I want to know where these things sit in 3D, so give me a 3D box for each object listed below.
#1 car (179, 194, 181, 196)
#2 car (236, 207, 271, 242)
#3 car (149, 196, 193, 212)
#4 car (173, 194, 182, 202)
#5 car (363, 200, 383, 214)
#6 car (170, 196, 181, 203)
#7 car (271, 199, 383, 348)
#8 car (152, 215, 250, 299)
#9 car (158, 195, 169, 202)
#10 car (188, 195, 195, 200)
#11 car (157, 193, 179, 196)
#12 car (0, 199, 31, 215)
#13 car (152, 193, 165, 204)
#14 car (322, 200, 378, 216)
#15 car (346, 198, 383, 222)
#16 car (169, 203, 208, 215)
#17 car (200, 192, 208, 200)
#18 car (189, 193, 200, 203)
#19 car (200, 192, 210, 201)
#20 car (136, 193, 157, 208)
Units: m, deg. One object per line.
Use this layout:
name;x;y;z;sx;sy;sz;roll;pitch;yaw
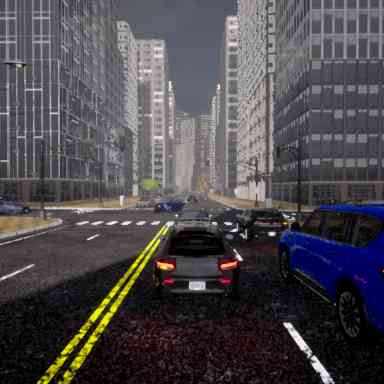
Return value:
car;-3.390;1.500;57.374;2.033;1.411;5.357;0;0;0
car;3.335;1.495;16.294;1.837;1.490;4.892;0;0;0
car;-2.274;1.468;37.046;1.994;1.385;4.181;2;1;38
car;-3.326;1.281;77.398;2.097;1.767;4.553;0;0;0
car;21.774;1.641;36.708;4.829;1.417;1.752;1;0;1
car;-3.334;1.504;67.341;1.994;1.385;4.181;0;0;1
car;3.347;1.218;6.434;2.150;2.045;5.566;0;0;0
car;0.091;1.521;8.290;1.812;1.442;4.674;0;0;0
car;-6.575;1.467;76.500;2.033;1.411;5.357;0;0;0
car;-0.087;1.430;90.027;1.812;1.442;4.674;0;0;0
car;-3.391;1.316;47.902;2.097;1.767;4.553;0;0;0
car;-18.339;1.400;31.541;5.357;1.411;2.033;1;1;1
car;-6.595;1.163;66.020;2.150;2.045;5.566;0;0;1
car;16.193;1.614;34.201;4.892;1.490;1.837;0;1;0
car;16.173;1.518;28.416;5.009;1.841;2.192;1;0;1
car;0.085;1.537;17.564;2.033;1.411;5.357;0;0;0
car;3.164;0.964;89.639;2.150;2.045;5.566;0;0;0
car;0.038;1.421;64.676;1.882;1.535;5.008;0;0;0
car;3.174;1.439;79.610;1.812;1.442;4.674;0;0;0
car;-6.673;1.316;47.853;2.097;1.767;4.553;0;0;1
